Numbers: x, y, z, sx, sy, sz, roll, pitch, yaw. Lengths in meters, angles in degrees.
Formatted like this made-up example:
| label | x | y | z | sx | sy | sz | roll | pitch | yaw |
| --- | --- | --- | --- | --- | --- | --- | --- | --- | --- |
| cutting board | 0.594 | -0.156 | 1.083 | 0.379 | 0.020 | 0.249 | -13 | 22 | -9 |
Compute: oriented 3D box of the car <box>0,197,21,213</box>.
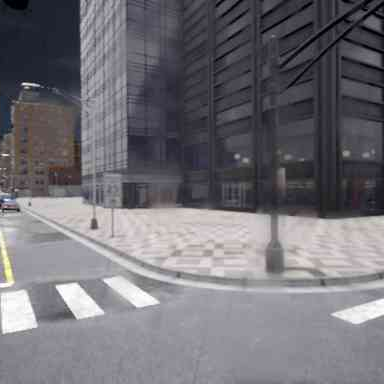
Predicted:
| label | x | y | z | sx | sy | sz | roll | pitch | yaw |
| --- | --- | --- | --- | --- | --- | --- | --- | --- | --- |
| car | -21.697 | 1.676 | 39.924 | 2.033 | 1.411 | 5.357 | -1 | 0 | -31 |

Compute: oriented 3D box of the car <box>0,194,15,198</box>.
| label | x | y | z | sx | sy | sz | roll | pitch | yaw |
| --- | --- | --- | --- | --- | --- | --- | --- | --- | --- |
| car | -27.072 | 1.347 | 48.833 | 2.150 | 2.045 | 5.566 | -1 | 0 | -31 |
